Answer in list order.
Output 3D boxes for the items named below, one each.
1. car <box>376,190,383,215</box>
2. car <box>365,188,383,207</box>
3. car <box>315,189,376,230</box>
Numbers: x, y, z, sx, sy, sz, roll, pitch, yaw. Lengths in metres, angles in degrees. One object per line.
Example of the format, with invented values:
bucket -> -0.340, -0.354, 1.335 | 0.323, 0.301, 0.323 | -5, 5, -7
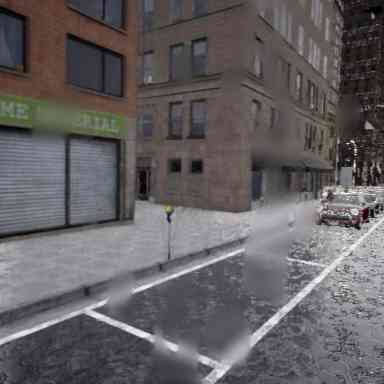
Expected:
car -> 10.395, 0.743, 20.354 | 1.947, 1.339, 4.313 | 3, 3, 35
car -> 16.690, 0.429, 29.382 | 1.887, 1.381, 4.507 | 3, 3, 35
car -> 7.251, 0.763, 15.833 | 1.967, 1.590, 4.097 | 3, 3, 35
